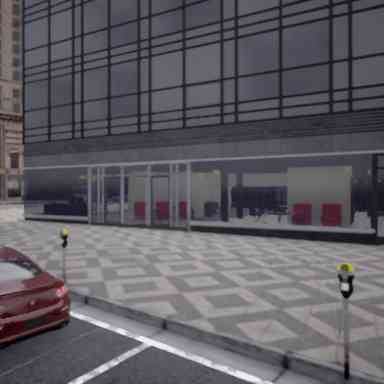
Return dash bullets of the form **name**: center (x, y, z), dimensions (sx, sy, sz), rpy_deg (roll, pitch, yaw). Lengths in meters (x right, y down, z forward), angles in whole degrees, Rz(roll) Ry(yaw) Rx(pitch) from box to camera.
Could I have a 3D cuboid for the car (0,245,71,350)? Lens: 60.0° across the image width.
- **car**: center (-3.718, 1.535, 5.508), dimensions (4.206, 1.307, 1.802), rpy_deg (0, 0, 36)
